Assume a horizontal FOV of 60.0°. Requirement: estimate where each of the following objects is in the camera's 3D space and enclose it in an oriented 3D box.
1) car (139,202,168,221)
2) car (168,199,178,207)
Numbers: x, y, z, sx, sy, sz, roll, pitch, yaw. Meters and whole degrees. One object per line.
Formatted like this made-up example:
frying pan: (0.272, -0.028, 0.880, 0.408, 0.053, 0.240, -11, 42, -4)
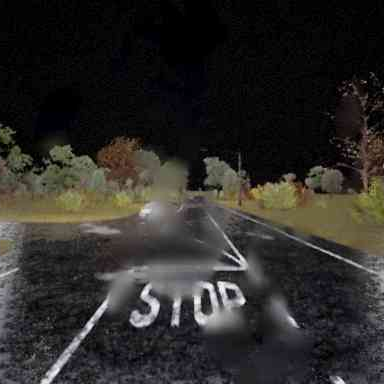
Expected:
car: (-3.451, 1.726, 29.266, 1.812, 1.442, 4.674, 0, 0, 0)
car: (-3.478, 1.972, 60.731, 1.895, 1.301, 4.718, 0, 0, 0)
